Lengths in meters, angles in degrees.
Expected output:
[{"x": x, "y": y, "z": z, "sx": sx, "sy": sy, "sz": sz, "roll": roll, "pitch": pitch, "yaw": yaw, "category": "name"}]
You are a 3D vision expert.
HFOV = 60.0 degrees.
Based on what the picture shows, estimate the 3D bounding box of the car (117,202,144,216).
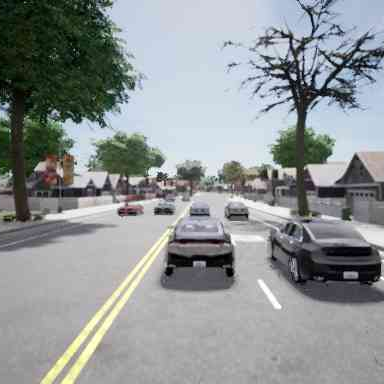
[{"x": -5.951, "y": 1.633, "z": 32.485, "sx": 1.895, "sy": 1.301, "sz": 4.718, "roll": 0, "pitch": 0, "yaw": 1, "category": "car"}]

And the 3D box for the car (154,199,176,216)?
[{"x": -2.677, "y": 1.635, "z": 33.466, "sx": 1.895, "sy": 1.301, "sz": 4.718, "roll": 0, "pitch": 0, "yaw": 1, "category": "car"}]

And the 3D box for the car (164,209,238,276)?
[{"x": 0.239, "y": 1.509, "z": 10.403, "sx": 2.128, "sy": 1.511, "sz": 4.902, "roll": 0, "pitch": 0, "yaw": 1, "category": "car"}]

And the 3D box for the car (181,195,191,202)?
[{"x": -1.330, "y": 1.484, "z": 75.582, "sx": 1.837, "sy": 1.490, "sz": 4.892, "roll": 0, "pitch": 0, "yaw": 3, "category": "car"}]

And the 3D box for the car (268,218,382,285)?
[{"x": 3.468, "y": 1.523, "z": 9.551, "sx": 1.837, "sy": 1.490, "sz": 4.892, "roll": 0, "pitch": 0, "yaw": 1, "category": "car"}]

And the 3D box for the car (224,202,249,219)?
[{"x": 3.934, "y": 1.582, "z": 29.791, "sx": 2.033, "sy": 1.411, "sz": 5.357, "roll": 0, "pitch": 0, "yaw": 1, "category": "car"}]

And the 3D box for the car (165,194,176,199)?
[{"x": -4.688, "y": 1.352, "z": 73.749, "sx": 2.097, "sy": 1.767, "sz": 4.553, "roll": 0, "pitch": 0, "yaw": 3, "category": "car"}]

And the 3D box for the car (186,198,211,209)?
[{"x": 0.686, "y": 1.581, "z": 29.888, "sx": 2.033, "sy": 1.411, "sz": 5.357, "roll": 0, "pitch": 0, "yaw": 1, "category": "car"}]
